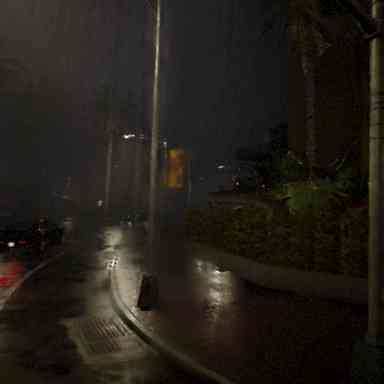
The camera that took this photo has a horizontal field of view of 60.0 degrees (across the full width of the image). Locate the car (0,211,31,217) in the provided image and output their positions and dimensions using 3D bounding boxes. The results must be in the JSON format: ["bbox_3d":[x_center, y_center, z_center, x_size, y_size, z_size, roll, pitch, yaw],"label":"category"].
[{"bbox_3d":[-16.525,2.452,30.596,2.033,1.411,5.357,1,-3,15],"label":"car"}]

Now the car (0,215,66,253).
[{"bbox_3d":[-7.695,2.036,16.330,1.837,1.490,4.892,0,-2,-3],"label":"car"}]

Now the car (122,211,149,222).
[{"bbox_3d":[-7.970,3.581,48.223,1.837,1.490,4.892,0,-3,35],"label":"car"}]
